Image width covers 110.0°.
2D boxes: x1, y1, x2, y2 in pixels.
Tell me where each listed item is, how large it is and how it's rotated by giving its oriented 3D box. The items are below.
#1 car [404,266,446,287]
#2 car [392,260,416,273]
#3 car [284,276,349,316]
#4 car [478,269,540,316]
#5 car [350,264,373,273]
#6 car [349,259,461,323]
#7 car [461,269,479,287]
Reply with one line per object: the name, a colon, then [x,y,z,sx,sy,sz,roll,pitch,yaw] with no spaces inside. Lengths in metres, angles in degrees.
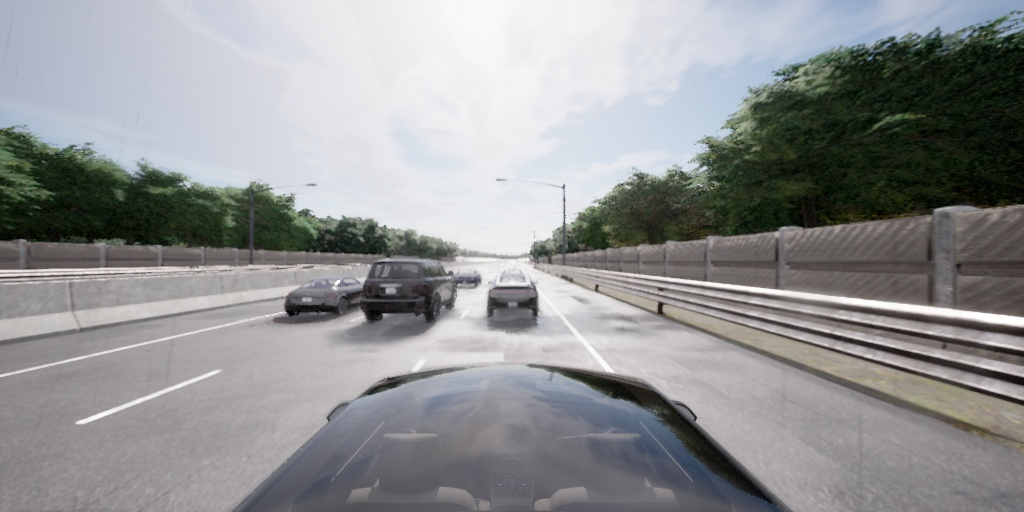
car: [-6.942,1.592,29.110,2.128,1.511,4.902,0,-1,1]
car: [-17.523,1.687,58.391,2.150,2.045,5.566,0,-1,1]
car: [-6.946,1.476,14.193,1.994,1.385,4.181,0,-1,1]
car: [0.052,1.401,14.107,2.128,1.511,4.902,0,-1,1]
car: [-24.514,2.030,58.435,1.994,1.385,4.181,0,-1,1]
car: [-3.459,1.118,12.989,2.150,2.045,5.566,0,0,0]
car: [-3.447,1.693,28.513,1.895,1.301,4.718,0,-1,1]
